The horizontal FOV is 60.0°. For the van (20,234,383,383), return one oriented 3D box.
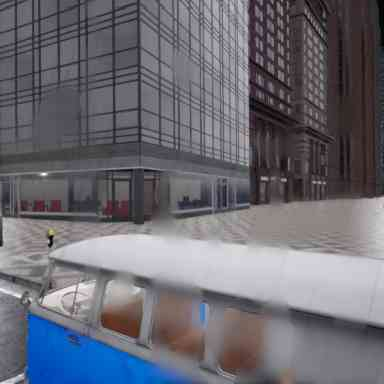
[{"bbox_3d":[0.259,1.341,2.679,3.998,1.788,1.690,0,-1,36],"label":"van"}]

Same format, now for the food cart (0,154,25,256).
[{"bbox_3d":[-8.795,0.480,12.846,4.660,3.560,2.280,-1,0,36],"label":"food cart"}]
